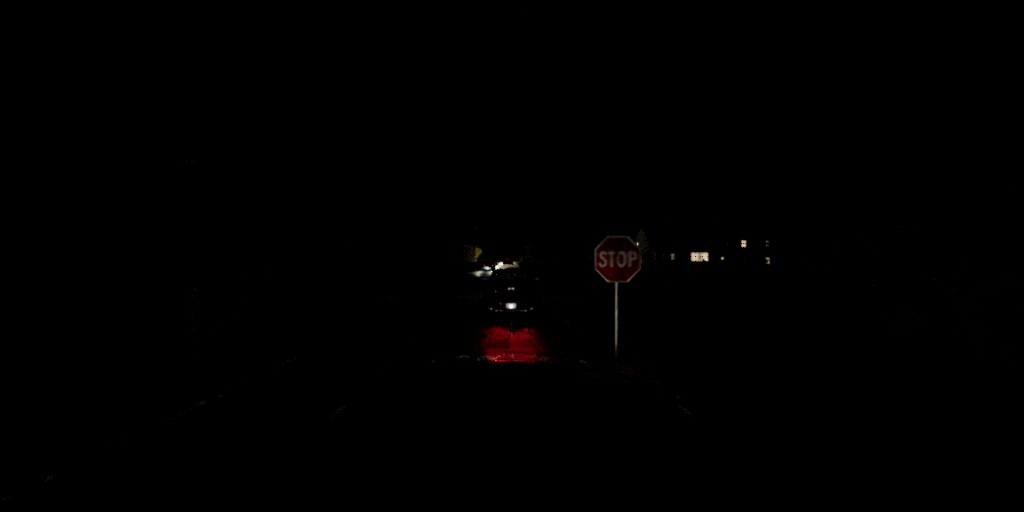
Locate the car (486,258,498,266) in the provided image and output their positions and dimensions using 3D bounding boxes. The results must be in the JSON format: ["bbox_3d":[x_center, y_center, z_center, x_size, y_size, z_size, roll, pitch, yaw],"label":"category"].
[{"bbox_3d":[-3.441,1.062,63.024,1.895,1.301,4.718,0,0,0],"label":"car"}]

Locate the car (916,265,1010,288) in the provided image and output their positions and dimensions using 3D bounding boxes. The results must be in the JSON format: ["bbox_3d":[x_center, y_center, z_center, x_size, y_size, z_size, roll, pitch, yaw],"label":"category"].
[{"bbox_3d":[29.388,1.346,23.624,5.008,1.535,1.882,0,1,0],"label":"car"}]

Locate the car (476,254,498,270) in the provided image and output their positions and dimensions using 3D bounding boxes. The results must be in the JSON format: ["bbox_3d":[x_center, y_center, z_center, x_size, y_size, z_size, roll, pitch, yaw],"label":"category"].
[{"bbox_3d":[-3.317,0.745,45.651,2.150,2.045,5.566,0,0,-1],"label":"car"}]

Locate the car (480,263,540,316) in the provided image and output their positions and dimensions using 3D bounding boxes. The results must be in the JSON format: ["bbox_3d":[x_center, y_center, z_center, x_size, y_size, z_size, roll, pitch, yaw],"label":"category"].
[{"bbox_3d":[-0.038,1.192,13.024,1.837,1.490,4.892,0,1,0],"label":"car"}]
